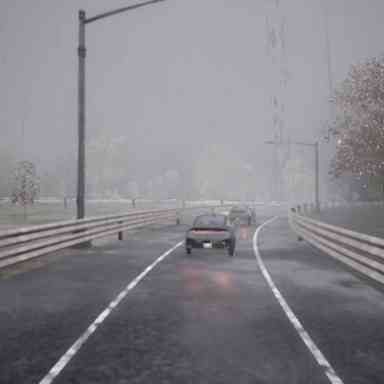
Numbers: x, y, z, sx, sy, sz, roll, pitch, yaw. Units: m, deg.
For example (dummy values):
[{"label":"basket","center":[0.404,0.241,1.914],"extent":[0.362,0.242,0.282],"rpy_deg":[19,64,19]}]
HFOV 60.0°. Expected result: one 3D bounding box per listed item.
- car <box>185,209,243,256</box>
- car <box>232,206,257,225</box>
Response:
[{"label":"car","center":[0.918,1.670,13.922],"extent":[2.128,1.511,4.902],"rpy_deg":[0,-1,9]},{"label":"car","center":[4.319,1.939,28.210],"extent":[2.128,1.511,4.902],"rpy_deg":[0,-1,18]}]
